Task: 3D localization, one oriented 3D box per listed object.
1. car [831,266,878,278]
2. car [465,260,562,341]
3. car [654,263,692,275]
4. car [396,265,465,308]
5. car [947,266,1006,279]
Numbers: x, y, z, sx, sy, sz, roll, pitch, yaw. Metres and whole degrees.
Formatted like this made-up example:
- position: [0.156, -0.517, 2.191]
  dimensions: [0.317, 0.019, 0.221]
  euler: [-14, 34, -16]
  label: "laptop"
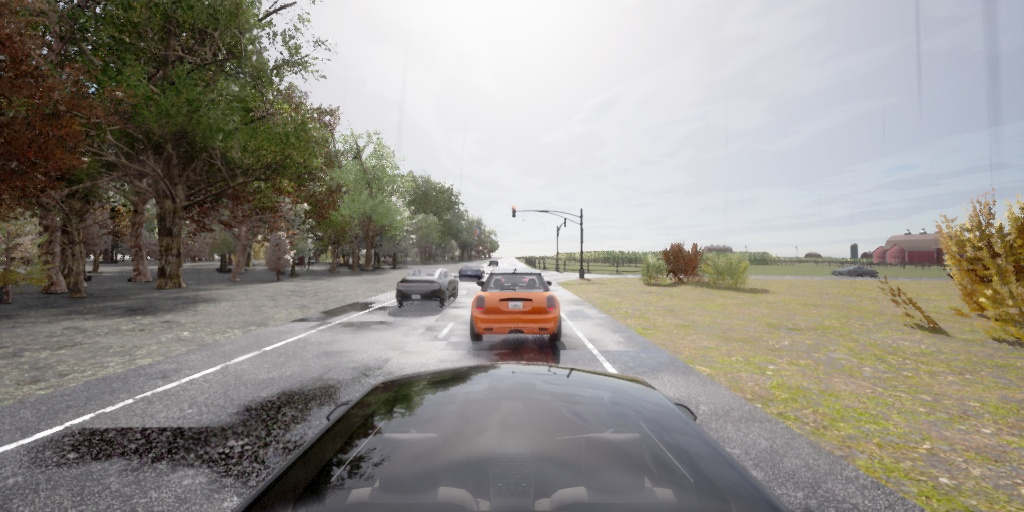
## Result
- position: [39.417, 1.799, 41.304]
  dimensions: [4.181, 1.385, 1.994]
  euler: [1, -1, 0]
  label: "car"
- position: [0.079, 1.103, 9.993]
  dimensions: [2.097, 1.767, 4.553]
  euler: [0, 0, 0]
  label: "car"
- position: [18.263, 1.508, 41.354]
  dimensions: [4.892, 1.490, 1.837]
  euler: [1, -1, 0]
  label: "car"
- position: [-3.436, 1.243, 15.265]
  dimensions: [2.128, 1.511, 4.902]
  euler: [0, 0, 0]
  label: "car"
- position: [48.883, 1.769, 37.669]
  dimensions: [4.902, 1.511, 2.128]
  euler: [1, -1, 1]
  label: "car"
